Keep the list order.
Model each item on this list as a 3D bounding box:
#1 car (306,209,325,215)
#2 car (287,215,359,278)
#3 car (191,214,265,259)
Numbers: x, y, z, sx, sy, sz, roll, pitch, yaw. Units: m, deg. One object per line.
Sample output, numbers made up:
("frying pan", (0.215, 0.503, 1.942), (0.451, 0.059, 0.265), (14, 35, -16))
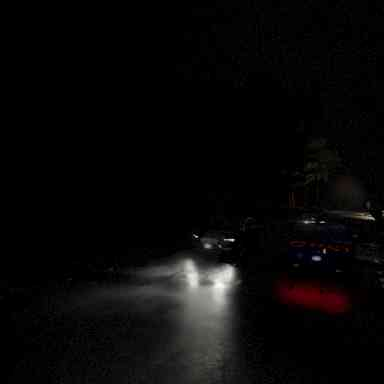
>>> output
("car", (14.841, 2.704, 39.766), (2.033, 1.411, 5.357), (3, -1, 27))
("car", (4.687, 1.828, 11.732), (1.882, 1.535, 5.008), (3, -1, 27))
("car", (1.663, 1.694, 13.724), (2.128, 1.511, 4.902), (3, -1, 27))
